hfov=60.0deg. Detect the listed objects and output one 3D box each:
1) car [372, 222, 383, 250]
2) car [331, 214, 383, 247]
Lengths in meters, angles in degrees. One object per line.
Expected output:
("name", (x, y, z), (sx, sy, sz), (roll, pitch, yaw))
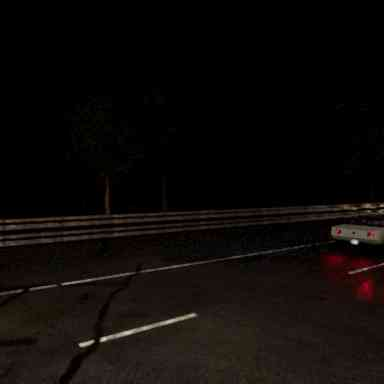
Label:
("car", (7.311, 1.524, 8.988), (5.357, 1.411, 2.033), (0, 0, -36))
("car", (7.879, 1.571, 13.700), (4.718, 1.301, 1.895), (0, 0, -36))
